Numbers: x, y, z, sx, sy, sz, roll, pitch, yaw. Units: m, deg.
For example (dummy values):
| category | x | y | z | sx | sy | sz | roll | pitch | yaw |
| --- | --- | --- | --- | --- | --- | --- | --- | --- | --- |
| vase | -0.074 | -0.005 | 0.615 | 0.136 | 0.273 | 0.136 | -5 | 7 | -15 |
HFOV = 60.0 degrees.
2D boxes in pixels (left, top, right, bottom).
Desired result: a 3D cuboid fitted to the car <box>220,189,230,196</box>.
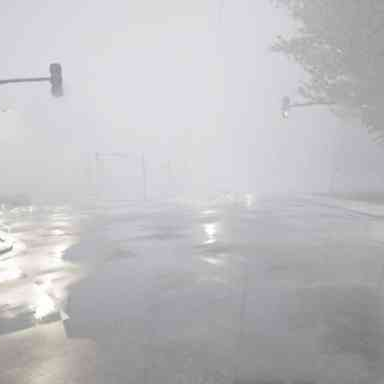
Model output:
| category | x | y | z | sx | sy | sz | roll | pitch | yaw |
| --- | --- | --- | --- | --- | --- | --- | --- | --- | --- |
| car | 6.539 | -0.008 | 66.483 | 1.895 | 1.301 | 4.718 | -2 | 1 | 7 |

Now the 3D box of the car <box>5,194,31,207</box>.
| category | x | y | z | sx | sy | sz | roll | pitch | yaw |
| --- | --- | --- | --- | --- | --- | --- | --- | --- | --- |
| car | -21.210 | 1.003 | 40.978 | 1.837 | 1.490 | 4.892 | -5 | 3 | -37 |

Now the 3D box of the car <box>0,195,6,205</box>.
| category | x | y | z | sx | sy | sz | roll | pitch | yaw |
| --- | --- | --- | --- | --- | --- | --- | --- | --- | --- |
| car | -27.234 | 1.067 | 48.777 | 1.994 | 1.385 | 4.181 | -5 | 3 | -37 |
